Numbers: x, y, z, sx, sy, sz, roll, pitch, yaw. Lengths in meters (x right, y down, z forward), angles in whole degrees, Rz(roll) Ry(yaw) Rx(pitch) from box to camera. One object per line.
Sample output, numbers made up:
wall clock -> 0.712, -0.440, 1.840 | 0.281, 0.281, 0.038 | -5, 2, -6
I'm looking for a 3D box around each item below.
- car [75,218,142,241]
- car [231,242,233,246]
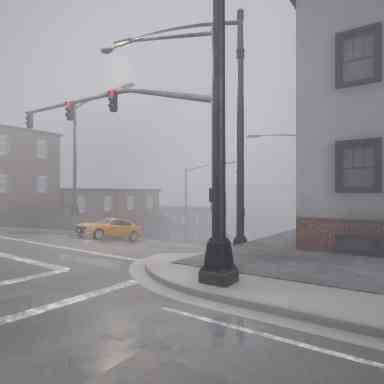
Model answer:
car -> -5.672, 2.536, 23.093 | 1.882, 1.535, 5.008 | 0, -9, 37
car -> 4.129, 6.179, 36.840 | 1.895, 1.301, 4.718 | 0, -18, 35
